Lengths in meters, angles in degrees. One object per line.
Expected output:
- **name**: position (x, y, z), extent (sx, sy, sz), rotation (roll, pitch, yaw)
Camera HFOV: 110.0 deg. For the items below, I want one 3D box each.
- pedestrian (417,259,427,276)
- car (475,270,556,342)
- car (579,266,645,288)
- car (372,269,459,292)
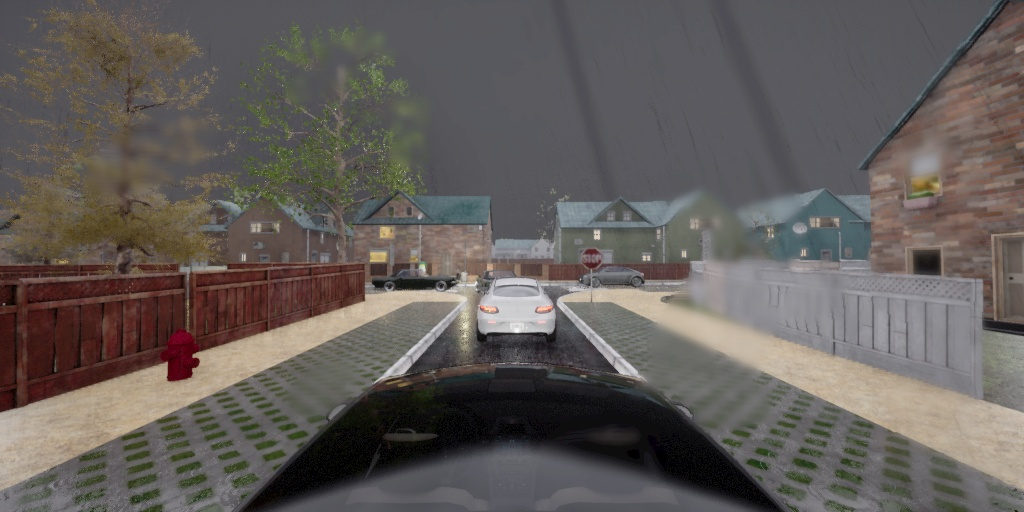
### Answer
- **pedestrian**: position (-6.711, 1.118, 26.793), extent (0.375, 1.860, 0.375), rotation (0, -1, 1)
- **car**: position (0.100, 1.279, 9.707), extent (1.812, 1.442, 4.674), rotation (0, 0, 0)
- **car**: position (6.529, 1.344, 23.704), extent (4.181, 1.385, 1.994), rotation (0, -1, 1)
- **car**: position (-5.490, 1.416, 20.909), extent (4.718, 1.301, 1.895), rotation (-1, -1, 1)
